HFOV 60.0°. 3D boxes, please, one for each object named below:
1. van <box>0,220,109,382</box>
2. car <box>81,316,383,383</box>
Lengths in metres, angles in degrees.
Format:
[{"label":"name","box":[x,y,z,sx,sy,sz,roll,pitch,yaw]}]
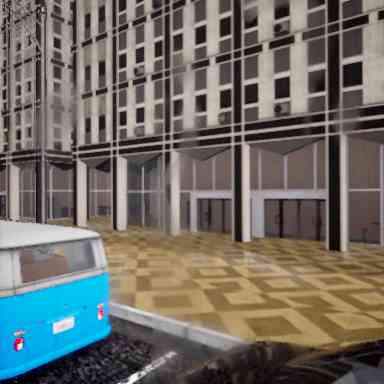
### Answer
[{"label":"van","box":[-3.032,1.349,5.031,3.998,1.788,1.690,0,0,35]},{"label":"car","box":[1.609,1.565,1.731,4.313,1.339,1.947,0,0,35]}]
